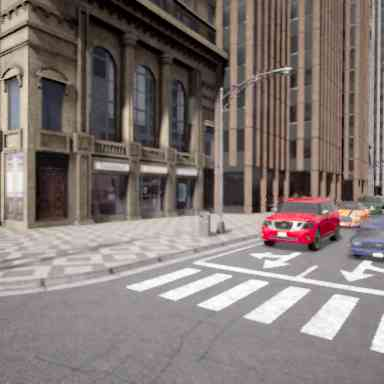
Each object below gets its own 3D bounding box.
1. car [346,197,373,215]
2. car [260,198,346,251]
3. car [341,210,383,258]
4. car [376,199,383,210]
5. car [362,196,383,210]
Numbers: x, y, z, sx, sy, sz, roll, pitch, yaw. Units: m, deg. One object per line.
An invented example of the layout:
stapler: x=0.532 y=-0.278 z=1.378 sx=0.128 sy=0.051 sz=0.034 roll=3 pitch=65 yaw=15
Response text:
car: x=10.842 y=1.470 z=23.057 sx=2.097 sy=1.767 sz=4.553 roll=1 pitch=0 yaw=35
car: x=5.055 y=1.286 z=14.977 sx=2.150 sy=2.045 sz=5.566 roll=1 pitch=0 yaw=36
car: x=7.499 y=1.642 z=12.813 sx=2.033 sy=1.411 sz=5.357 roll=1 pitch=0 yaw=36
car: x=13.014 y=1.498 z=20.507 sx=2.097 sy=1.767 sz=4.553 roll=1 pitch=0 yaw=36
car: x=17.014 y=1.399 z=31.663 sx=2.150 sy=2.045 sz=5.566 roll=1 pitch=0 yaw=36
